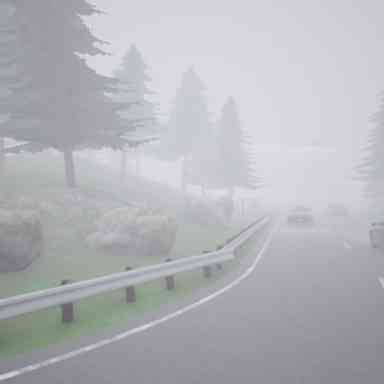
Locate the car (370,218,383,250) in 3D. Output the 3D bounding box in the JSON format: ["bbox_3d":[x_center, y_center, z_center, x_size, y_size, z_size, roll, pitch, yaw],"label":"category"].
[{"bbox_3d":[7.964,1.597,12.363,2.128,1.511,4.902,-1,-1,19],"label":"car"}]

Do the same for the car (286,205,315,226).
[{"bbox_3d":[8.503,1.778,26.143,1.882,1.535,5.008,-1,-1,18],"label":"car"}]

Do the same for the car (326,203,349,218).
[{"bbox_3d":[15.283,1.909,35.055,2.033,1.411,5.357,-1,-1,19],"label":"car"}]
